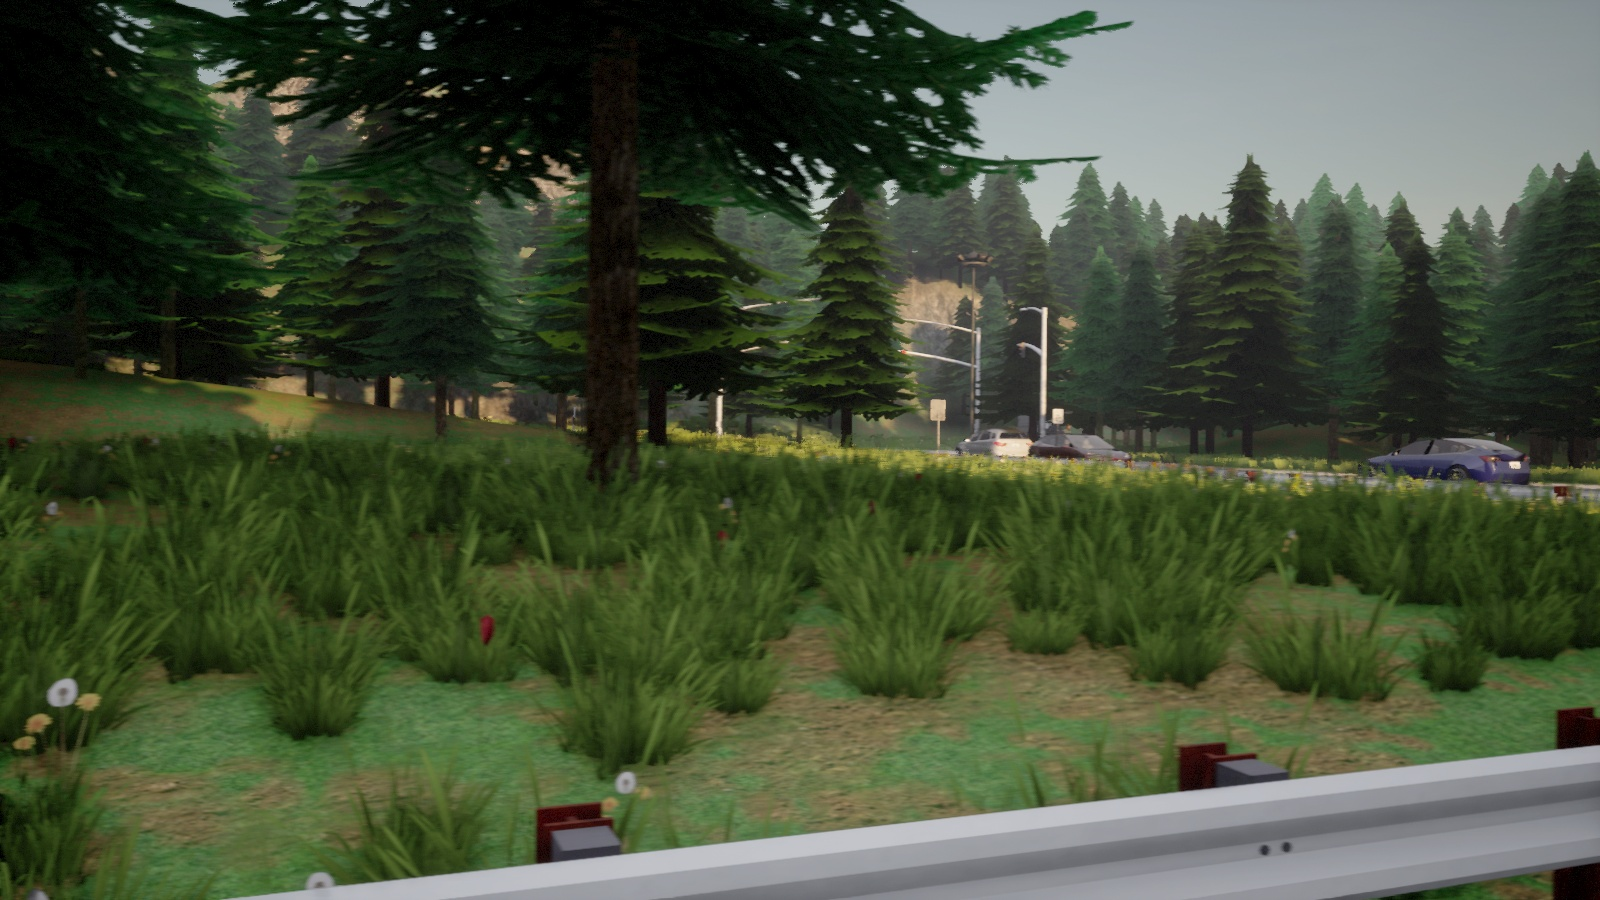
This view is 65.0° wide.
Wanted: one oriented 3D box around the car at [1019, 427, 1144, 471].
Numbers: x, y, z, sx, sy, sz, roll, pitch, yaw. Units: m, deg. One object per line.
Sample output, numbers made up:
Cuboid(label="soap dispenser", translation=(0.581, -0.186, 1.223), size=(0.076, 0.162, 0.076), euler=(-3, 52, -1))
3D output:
Cuboid(label="car", translation=(10.135, -0.080, 45.568), size=(2.163, 1.488, 4.792), euler=(-1, 1, -20))

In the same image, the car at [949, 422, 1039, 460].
Cuboid(label="car", translation=(9.048, -0.442, 58.884), size=(2.242, 1.667, 4.611), euler=(-1, 1, -20))

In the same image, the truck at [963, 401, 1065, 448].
Cuboid(label="truck", translation=(16.287, -1.936, 95.211), size=(7.936, 3.462, 2.891), euler=(-1, 1, -36))

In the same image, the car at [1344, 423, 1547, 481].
Cuboid(label="car", translation=(17.912, 0.006, 35.125), size=(2.163, 1.488, 4.792), euler=(-1, 1, -22))
